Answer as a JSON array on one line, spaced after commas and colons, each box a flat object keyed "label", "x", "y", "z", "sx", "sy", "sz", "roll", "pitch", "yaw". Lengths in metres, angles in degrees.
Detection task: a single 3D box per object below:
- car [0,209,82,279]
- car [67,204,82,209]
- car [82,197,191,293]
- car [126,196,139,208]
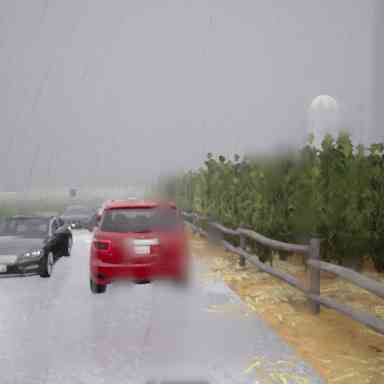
[{"label": "car", "x": -4.868, "y": 1.489, "z": 10.037, "sx": 2.128, "sy": 1.511, "sz": 4.902, "roll": 0, "pitch": 0, "yaw": -10}, {"label": "car", "x": -6.678, "y": 1.501, "z": 19.922, "sx": 1.837, "sy": 1.490, "sz": 4.892, "roll": 0, "pitch": 0, "yaw": -10}, {"label": "car", "x": -1.450, "y": 1.219, "z": 9.107, "sx": 2.150, "sy": 2.045, "sz": 5.566, "roll": 0, "pitch": 0, "yaw": -10}, {"label": "car", "x": -8.938, "y": 1.468, "z": 49.839, "sx": 1.882, "sy": 1.535, "sz": 5.008, "roll": 0, "pitch": 0, "yaw": -10}]
